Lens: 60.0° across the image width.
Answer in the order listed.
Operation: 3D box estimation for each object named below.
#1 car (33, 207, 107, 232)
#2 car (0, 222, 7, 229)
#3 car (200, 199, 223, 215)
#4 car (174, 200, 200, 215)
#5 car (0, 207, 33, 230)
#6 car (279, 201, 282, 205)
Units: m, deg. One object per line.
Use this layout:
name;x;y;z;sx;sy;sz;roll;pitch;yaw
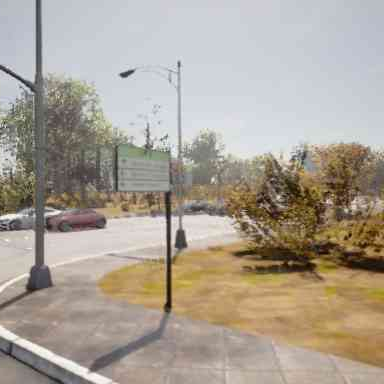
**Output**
car;-7.688;1.767;21.741;1.994;1.385;4.181;-1;0;39
car;-8.339;1.734;9.581;1.895;1.301;4.718;-1;0;39
car;3.370;1.498;35.544;2.097;1.767;4.553;-1;0;39
car;0.061;1.682;37.010;2.128;1.511;4.902;-1;0;39
car;-11.058;1.768;23.139;1.812;1.442;4.674;-1;0;39
car;13.936;1.414;48.707;1.895;1.301;4.718;-1;1;37
